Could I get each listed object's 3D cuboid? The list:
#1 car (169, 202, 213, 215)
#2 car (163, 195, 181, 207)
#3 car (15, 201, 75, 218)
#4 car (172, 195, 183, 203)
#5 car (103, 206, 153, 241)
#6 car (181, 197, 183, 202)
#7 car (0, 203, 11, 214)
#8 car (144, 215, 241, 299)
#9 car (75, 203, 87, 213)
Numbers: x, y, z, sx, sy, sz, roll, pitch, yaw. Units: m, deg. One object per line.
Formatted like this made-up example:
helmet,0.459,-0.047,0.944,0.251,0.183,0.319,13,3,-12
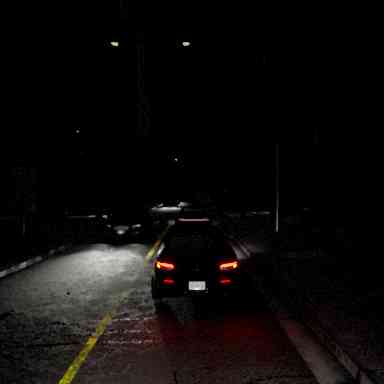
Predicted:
car,0.097,1.491,17.671,2.128,1.511,4.902,0,0,1
car,-3.109,1.547,49.482,1.994,1.385,4.181,0,0,0
car,-14.082,1.710,31.541,4.718,1.301,1.895,-1,0,-1
car,-3.018,1.491,70.719,2.128,1.511,4.902,0,0,0
car,-3.106,1.491,16.954,2.128,1.511,4.902,0,0,0
car,-3.092,1.479,59.434,1.837,1.490,4.892,0,0,0
car,-19.858,1.761,37.433,4.507,1.381,1.887,-1,0,0
car,0.095,1.526,8.306,1.812,1.442,4.674,0,0,0
car,-14.404,1.687,37.465,4.829,1.417,1.752,-1,0,0
